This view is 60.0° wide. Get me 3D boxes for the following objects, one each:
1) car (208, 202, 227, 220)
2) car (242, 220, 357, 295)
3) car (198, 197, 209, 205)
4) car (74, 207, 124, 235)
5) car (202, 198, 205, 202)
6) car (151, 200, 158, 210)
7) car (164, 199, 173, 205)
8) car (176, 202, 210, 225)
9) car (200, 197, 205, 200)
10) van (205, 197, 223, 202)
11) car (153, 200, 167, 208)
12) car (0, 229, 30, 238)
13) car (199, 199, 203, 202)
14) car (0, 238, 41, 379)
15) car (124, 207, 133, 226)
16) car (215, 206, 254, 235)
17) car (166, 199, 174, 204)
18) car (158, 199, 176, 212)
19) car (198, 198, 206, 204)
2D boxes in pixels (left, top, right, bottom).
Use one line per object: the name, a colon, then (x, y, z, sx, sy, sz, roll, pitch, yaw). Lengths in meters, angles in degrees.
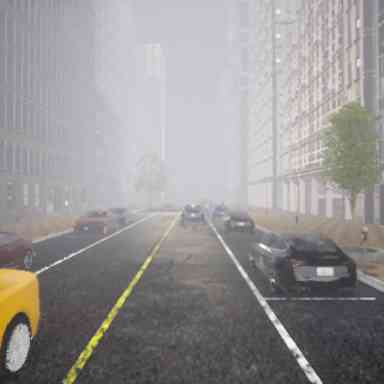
car: (2.672, 1.899, 31.551, 1.947, 1.339, 4.313, 0, -1, 0)
car: (2.687, 1.661, 8.784, 1.947, 1.339, 4.313, 0, -1, 0)
car: (2.644, 2.090, 77.090, 2.192, 1.841, 5.009, 0, -1, 0)
car: (-5.701, 1.761, 20.170, 1.887, 1.381, 4.507, 0, -1, 0)
car: (2.665, 1.888, 42.937, 1.967, 1.590, 4.097, 0, -1, 0)
car: (-5.723, 2.083, 54.155, 1.752, 1.417, 4.829, 0, -1, 0)
car: (-5.741, 2.379, 82.786, 2.008, 1.369, 4.403, 0, -1, 0)
car: (0.084, 1.792, 27.135, 2.163, 1.488, 4.792, 0, -1, 0)
car: (2.652, 1.983, 65.706, 2.192, 1.841, 5.009, 0, -1, 0)
van: (2.669, 1.732, 37.247, 1.690, 1.788, 3.998, 0, -1, 0)
car: (-5.727, 2.165, 60.018, 2.008, 1.369, 4.403, 0, -1, 0)
car: (-5.694, 1.678, 8.786, 1.802, 1.307, 4.206, 0, -1, 0)
car: (0.067, 2.006, 42.369, 1.994, 1.385, 4.181, 0, -1, 0)
car: (-3.102, 1.509, 2.741, 1.882, 1.535, 5.008, 0, -1, 0)
car: (-5.705, 1.842, 25.863, 1.947, 1.339, 4.313, 0, -1, 0)
car: (2.680, 1.782, 20.167, 1.947, 1.339, 4.313, 0, -1, 0)
car: (-5.745, 2.446, 88.478, 1.947, 1.339, 4.313, 0, -1, 0)
car: (-3.115, 2.038, 45.454, 1.994, 1.385, 4.181, 0, -1, 0)
car: (2.636, 2.406, 88.641, 1.752, 1.417, 4.829, 0, -1, 0)
